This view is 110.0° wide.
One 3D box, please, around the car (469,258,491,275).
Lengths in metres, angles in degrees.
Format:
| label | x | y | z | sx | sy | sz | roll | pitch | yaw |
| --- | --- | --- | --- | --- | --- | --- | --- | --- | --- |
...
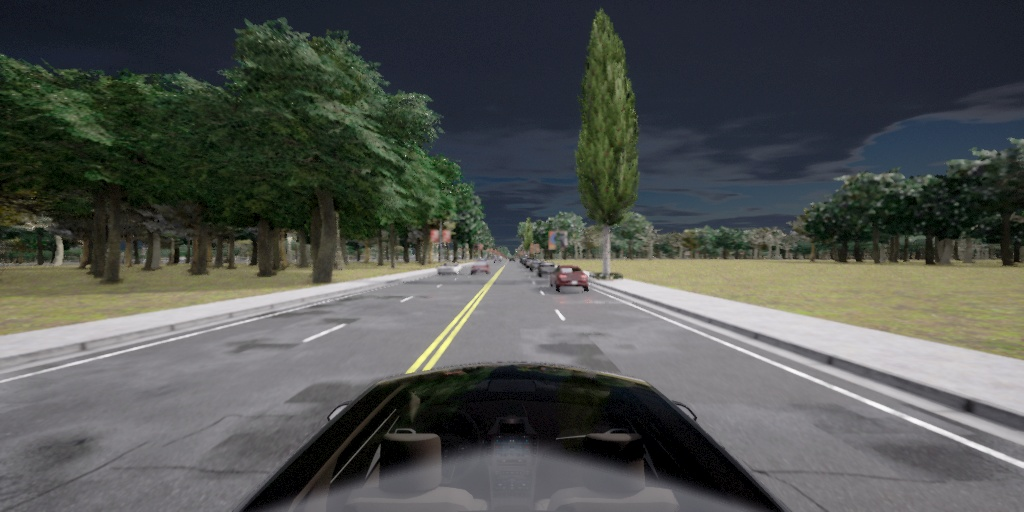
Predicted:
| label | x | y | z | sx | sy | sz | roll | pitch | yaw |
| --- | --- | --- | --- | --- | --- | --- | --- | --- | --- |
| car | -3.327 | 1.280 | 38.514 | 1.812 | 1.442 | 4.674 | 0 | 0 | 0 |

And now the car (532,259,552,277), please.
| label | x | y | z | sx | sy | sz | roll | pitch | yaw |
| --- | --- | --- | --- | --- | --- | --- | --- | --- | --- |
| car | 3.361 | 1.245 | 34.869 | 2.128 | 1.511 | 4.902 | 0 | 0 | 0 |

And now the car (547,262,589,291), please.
| label | x | y | z | sx | sy | sz | roll | pitch | yaw |
| --- | --- | --- | --- | --- | --- | --- | --- | --- | --- |
| car | 3.357 | 1.278 | 21.496 | 1.812 | 1.442 | 4.674 | 0 | 0 | 0 |

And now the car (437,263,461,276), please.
| label | x | y | z | sx | sy | sz | roll | pitch | yaw |
| --- | --- | --- | --- | --- | --- | --- | --- | --- | --- |
| car | -6.581 | 1.355 | 37.825 | 1.895 | 1.301 | 4.718 | 0 | 0 | 0 |

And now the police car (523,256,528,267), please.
| label | x | y | z | sx | sy | sz | roll | pitch | yaw |
| --- | --- | --- | --- | --- | --- | --- | --- | --- | --- |
| police car | 3.270 | 1.261 | 57.430 | 2.038 | 1.542 | 4.974 | 0 | 0 | 0 |

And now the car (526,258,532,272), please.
| label | x | y | z | sx | sy | sz | roll | pitch | yaw |
| --- | --- | --- | --- | --- | --- | --- | --- | --- | --- |
| car | 3.265 | 1.246 | 46.429 | 2.128 | 1.511 | 4.902 | 0 | 0 | 0 |
